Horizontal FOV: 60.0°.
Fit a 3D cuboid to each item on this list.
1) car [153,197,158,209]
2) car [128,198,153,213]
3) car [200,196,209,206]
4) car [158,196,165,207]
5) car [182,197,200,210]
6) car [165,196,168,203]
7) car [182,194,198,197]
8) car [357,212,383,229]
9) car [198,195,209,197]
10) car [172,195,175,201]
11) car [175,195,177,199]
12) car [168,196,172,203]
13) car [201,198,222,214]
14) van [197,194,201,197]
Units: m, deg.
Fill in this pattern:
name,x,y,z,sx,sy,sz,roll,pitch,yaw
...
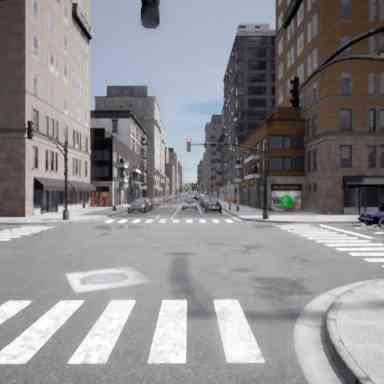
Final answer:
name,x,y,z,sx,sy,sz,roll,pitch,yaw
car,-5.777,1.472,41.686,1.967,1.590,4.097,0,0,0
car,-5.771,1.465,36.175,1.967,1.590,4.097,0,0,0
car,2.242,1.622,47.206,1.802,1.307,4.206,0,0,0
car,-5.789,1.631,52.707,1.802,1.307,4.206,0,0,0
car,-0.292,1.635,43.505,1.895,1.301,4.718,0,0,0
car,-5.795,1.610,58.218,2.008,1.369,4.403,0,0,0
car,-0.395,1.622,65.661,2.033,1.411,5.357,0,0,0
car,12.991,1.544,20.726,4.718,1.301,1.895,0,0,0
car,2.235,1.615,52.716,1.947,1.339,4.313,0,0,0
car,-5.819,1.661,80.261,2.008,1.369,4.403,0,0,0
car,-5.831,1.683,91.283,1.887,1.381,4.507,0,0,0
car,-5.807,1.523,69.240,1.967,1.590,4.097,0,0,0
car,2.254,1.591,36.183,1.947,1.339,4.313,0,0,0
van,2.230,1.400,58.227,1.690,1.788,3.998,0,0,0
